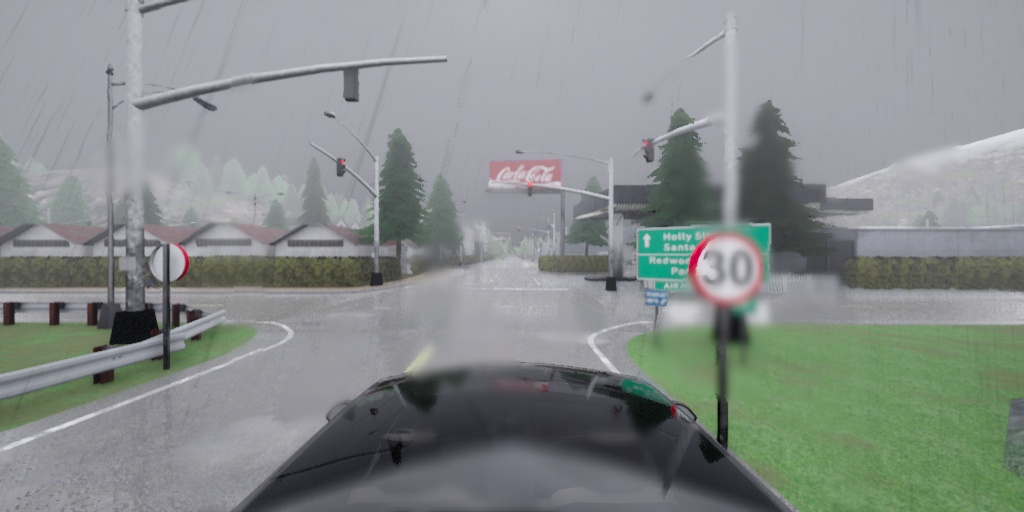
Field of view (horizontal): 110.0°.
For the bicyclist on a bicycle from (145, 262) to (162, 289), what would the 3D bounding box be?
[{"bbox_3d":[-21.677,1.194,21.353,0.582,1.620,1.656,0,0,1],"label":"bicyclist on a bicycle"}]
